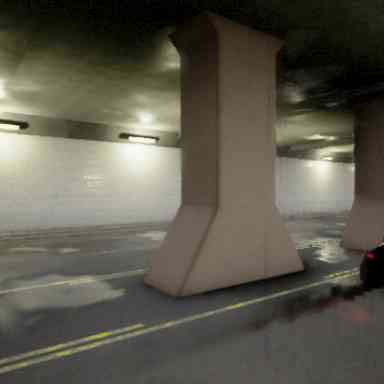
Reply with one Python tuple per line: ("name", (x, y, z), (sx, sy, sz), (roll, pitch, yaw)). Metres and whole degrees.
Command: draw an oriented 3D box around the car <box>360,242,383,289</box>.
("car", (5.881, 1.538, 7.942), (4.181, 1.385, 1.994), (0, 0, -36))
